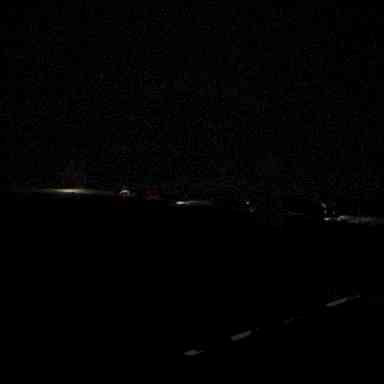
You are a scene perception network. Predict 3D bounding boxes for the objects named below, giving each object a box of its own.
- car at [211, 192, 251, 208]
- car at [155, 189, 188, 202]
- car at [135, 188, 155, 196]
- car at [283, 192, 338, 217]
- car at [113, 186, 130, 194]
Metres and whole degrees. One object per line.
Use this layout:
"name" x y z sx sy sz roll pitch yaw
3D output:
"car" 4.009 0.739 34.424 2.128 1.511 4.902 -3 4 -35
"car" -2.433 0.385 43.531 1.837 1.490 4.892 -3 4 -35
"car" -7.910 -0.078 56.343 1.895 1.301 4.718 -3 4 -35
"car" 9.374 0.908 26.861 2.097 1.767 4.553 -3 4 -35
"car" -13.805 -0.486 64.652 2.128 1.511 4.902 -3 4 -35
